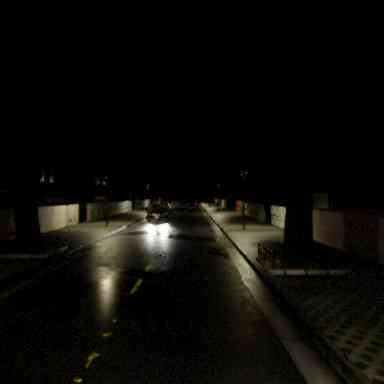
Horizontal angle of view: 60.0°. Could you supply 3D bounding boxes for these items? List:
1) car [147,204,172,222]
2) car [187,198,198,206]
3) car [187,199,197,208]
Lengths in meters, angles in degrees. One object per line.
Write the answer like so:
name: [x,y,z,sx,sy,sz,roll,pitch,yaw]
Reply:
car: [-2.792,1.793,29.054,2.128,1.511,4.902,0,-1,0]
car: [0.053,2.119,69.218,2.128,1.511,4.902,0,-1,0]
car: [0.046,2.161,58.798,2.033,1.411,5.357,0,-1,0]
